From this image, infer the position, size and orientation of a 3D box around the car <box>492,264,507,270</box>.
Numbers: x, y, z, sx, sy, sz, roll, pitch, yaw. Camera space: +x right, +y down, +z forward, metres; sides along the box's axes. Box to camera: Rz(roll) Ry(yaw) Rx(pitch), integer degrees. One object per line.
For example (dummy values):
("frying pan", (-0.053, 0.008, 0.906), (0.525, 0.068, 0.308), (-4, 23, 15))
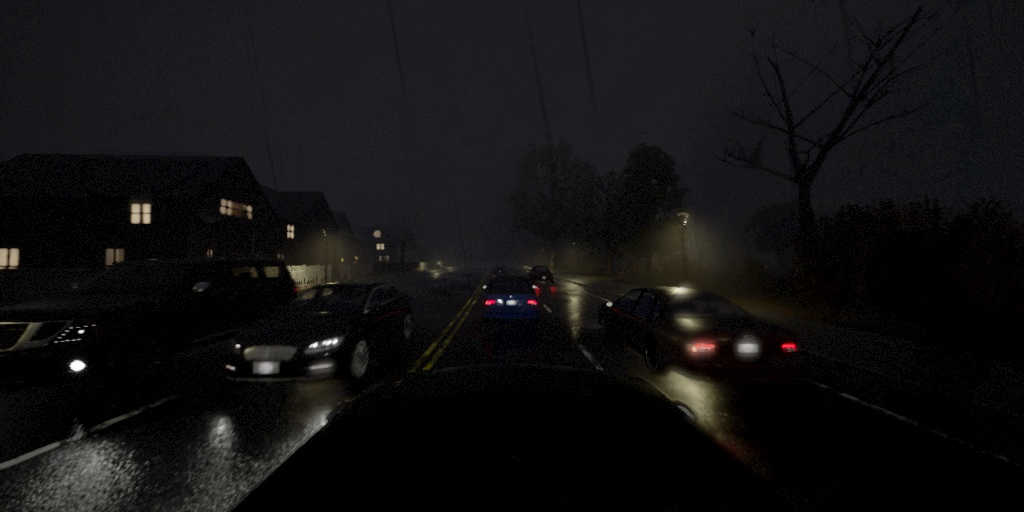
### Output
("car", (-1.578, 1.708, 46.586), (1.812, 1.442, 4.674), (0, 0, -3))

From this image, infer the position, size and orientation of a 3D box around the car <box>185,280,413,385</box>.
("car", (-3.424, 1.299, 7.393), (2.128, 1.511, 4.902), (0, -1, -1))

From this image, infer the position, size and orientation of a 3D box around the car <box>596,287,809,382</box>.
("car", (3.263, 1.355, 7.508), (2.033, 1.411, 5.357), (0, -1, -1))

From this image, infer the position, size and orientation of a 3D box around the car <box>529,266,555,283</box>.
("car", (2.448, 1.564, 30.994), (1.812, 1.442, 4.674), (0, 0, -3))

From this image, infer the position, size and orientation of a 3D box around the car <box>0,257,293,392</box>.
("car", (-6.666, 1.028, 7.226), (2.150, 2.045, 5.566), (0, -1, -1))

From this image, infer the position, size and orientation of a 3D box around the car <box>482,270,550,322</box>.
("car", (-0.079, 1.408, 12.813), (2.033, 1.411, 5.357), (0, -1, -1))
